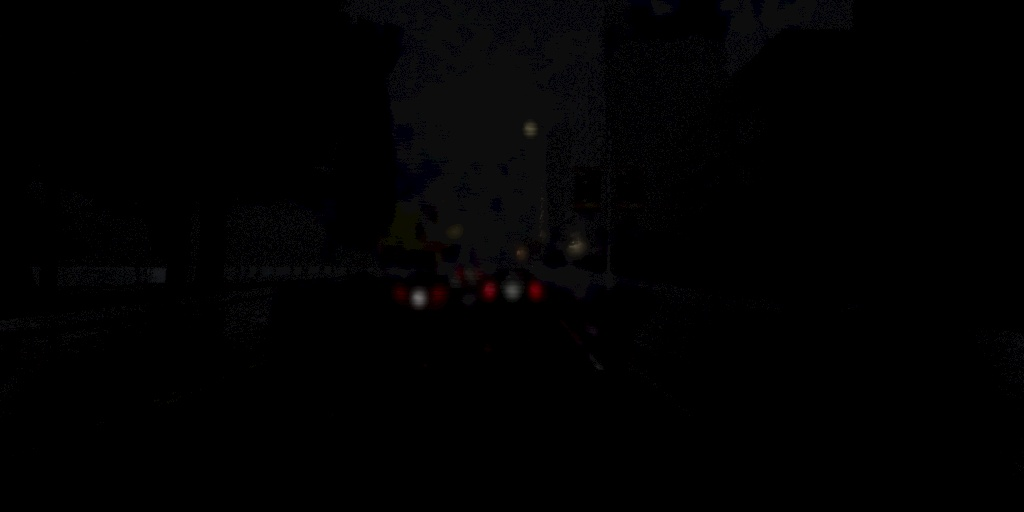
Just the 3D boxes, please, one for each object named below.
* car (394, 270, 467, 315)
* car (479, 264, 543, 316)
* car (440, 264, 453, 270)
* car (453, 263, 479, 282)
[{"bbox_3d":[-3.204,1.454,14.413,1.994,1.385,4.181,0,0,0],"label":"car"},{"bbox_3d":[0.043,1.239,14.207,2.097,1.767,4.553,0,-1,1],"label":"car"},{"bbox_3d":[-9.829,1.911,55.545,1.812,1.442,4.674,0,-1,0],"label":"car"},{"bbox_3d":[-3.208,1.411,29.220,2.097,1.767,4.553,0,-1,0],"label":"car"}]
